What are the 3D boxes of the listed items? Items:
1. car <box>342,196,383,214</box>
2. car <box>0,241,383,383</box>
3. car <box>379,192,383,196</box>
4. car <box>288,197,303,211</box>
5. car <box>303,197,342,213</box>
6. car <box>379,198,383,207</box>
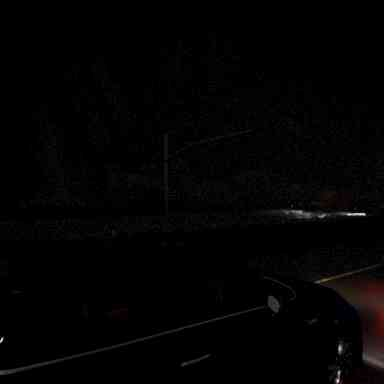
[{"bbox_3d":[17.835,1.441,34.255,4.181,1.385,1.994,0,0,-36],"label":"car"},{"bbox_3d":[-0.107,1.351,3.668,4.553,1.767,2.097,0,0,-36],"label":"car"},{"bbox_3d":[31.251,0.967,52.669,5.566,2.045,2.150,0,0,-36],"label":"car"},{"bbox_3d":[13.482,1.383,39.745,4.892,1.490,1.837,0,0,-36],"label":"car"},{"bbox_3d":[14.731,1.362,36.325,5.008,1.535,1.882,0,0,-36],"label":"car"},{"bbox_3d":[20.081,1.477,31.562,4.718,1.301,1.895,0,0,-36],"label":"car"}]
